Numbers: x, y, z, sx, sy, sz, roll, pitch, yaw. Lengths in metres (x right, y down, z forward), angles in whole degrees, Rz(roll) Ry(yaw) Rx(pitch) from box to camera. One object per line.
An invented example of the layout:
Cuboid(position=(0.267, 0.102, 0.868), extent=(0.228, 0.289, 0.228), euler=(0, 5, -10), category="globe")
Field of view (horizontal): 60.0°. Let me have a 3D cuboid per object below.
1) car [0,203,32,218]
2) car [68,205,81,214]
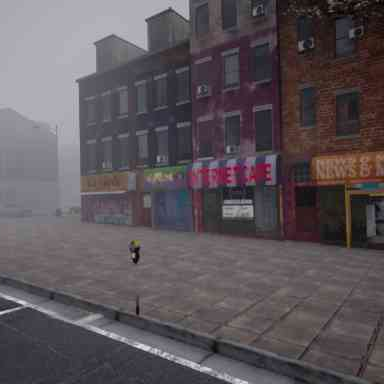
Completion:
Cuboid(position=(-16.227, 1.630, 28.949), extent=(1.994, 1.385, 4.181), euler=(-2, -1, 36), category="car")
Cuboid(position=(-10.772, 1.609, 36.538), extent=(2.033, 1.411, 5.357), euler=(-2, -1, 35), category="car")
